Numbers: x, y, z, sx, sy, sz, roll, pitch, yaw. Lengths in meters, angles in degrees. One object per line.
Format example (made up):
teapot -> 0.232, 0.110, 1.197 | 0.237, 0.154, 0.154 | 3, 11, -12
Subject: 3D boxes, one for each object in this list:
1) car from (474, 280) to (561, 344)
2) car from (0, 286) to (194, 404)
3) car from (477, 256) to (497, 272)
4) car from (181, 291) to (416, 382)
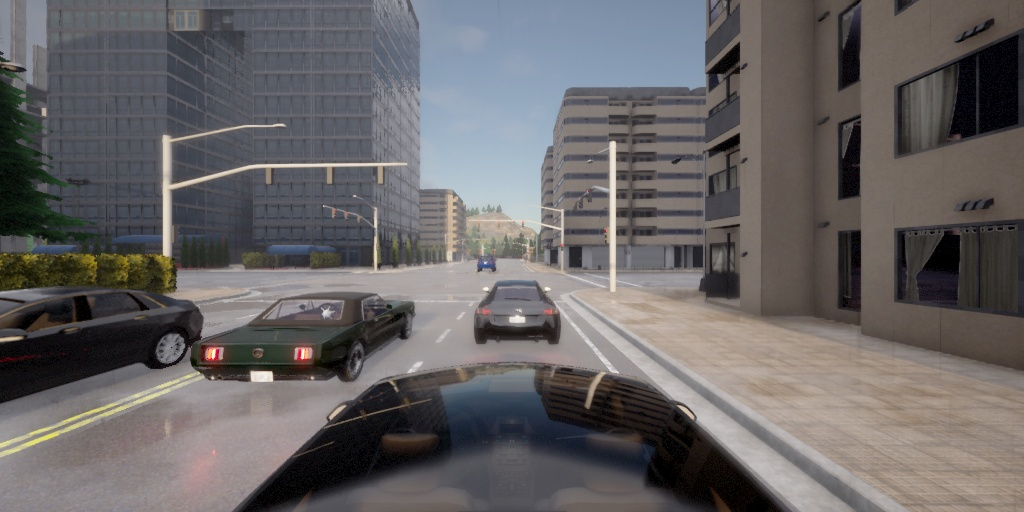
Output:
car -> 0.132, 1.314, 9.571 | 1.994, 1.385, 4.181 | 0, 0, 1
car -> -7.053, 1.255, 5.071 | 1.837, 1.490, 4.892 | 0, 0, 1
car -> -3.199, 0.971, 46.045 | 2.150, 2.045, 5.566 | 0, 0, 0
car -> -3.380, 1.351, 7.094 | 1.895, 1.301, 4.718 | 0, 0, 0
